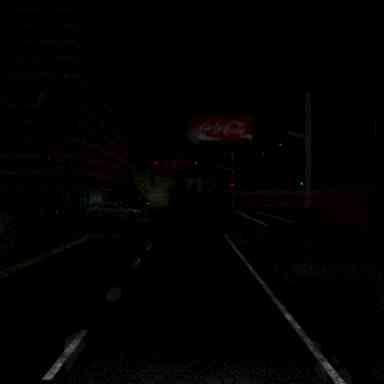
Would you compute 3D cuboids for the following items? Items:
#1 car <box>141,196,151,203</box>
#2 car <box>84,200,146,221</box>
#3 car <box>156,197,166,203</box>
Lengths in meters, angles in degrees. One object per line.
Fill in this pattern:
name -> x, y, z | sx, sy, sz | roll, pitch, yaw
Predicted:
car -> -10.501, 1.684, 75.726 | 1.812, 1.442, 4.674 | 0, 0, 0
car -> -6.467, 1.608, 27.475 | 4.674, 1.442, 1.812 | 0, 0, 0
car -> -7.001, 1.755, 75.696 | 1.895, 1.301, 4.718 | 0, 0, 0
